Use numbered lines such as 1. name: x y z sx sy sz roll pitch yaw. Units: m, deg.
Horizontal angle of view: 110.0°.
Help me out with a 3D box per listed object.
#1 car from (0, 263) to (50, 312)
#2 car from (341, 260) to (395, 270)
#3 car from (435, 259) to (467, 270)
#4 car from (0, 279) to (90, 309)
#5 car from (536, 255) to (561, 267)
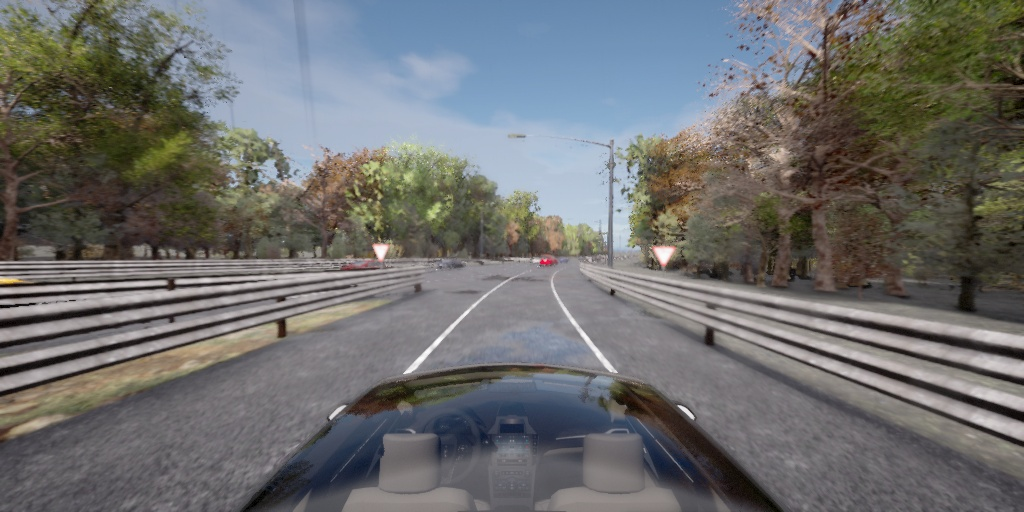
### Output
1. car: -18.077 1.024 10.656 1.882 1.535 5.008 1 0 21
2. car: -11.142 1.055 28.421 1.882 1.535 5.008 1 0 21
3. car: -7.860 1.087 46.456 2.033 1.411 5.357 1 0 21
4. car: -14.818 1.206 9.394 1.895 1.301 4.718 1 0 21
5. car: 6.680 0.901 64.442 2.150 2.045 5.566 1 0 21
